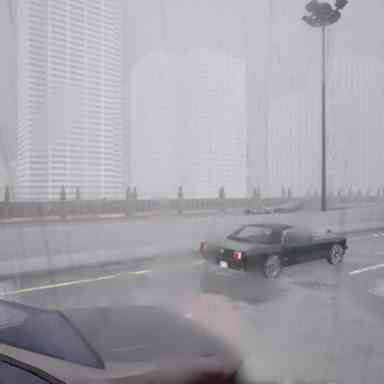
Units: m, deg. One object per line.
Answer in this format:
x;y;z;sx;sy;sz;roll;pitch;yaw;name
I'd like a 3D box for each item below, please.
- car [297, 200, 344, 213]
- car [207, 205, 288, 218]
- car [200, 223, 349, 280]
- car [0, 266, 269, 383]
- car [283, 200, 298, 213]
11.702;1.524;29.538;4.181;1.385;1.994;0;0;-35;car
3.074;1.581;19.086;4.718;1.301;1.895;0;0;-36;car
2.632;1.589;9.926;4.718;1.301;1.895;0;0;-35;car
-2.041;1.549;2.295;5.357;1.411;2.033;0;0;-35;car
10.507;1.506;32.988;5.357;1.411;2.033;0;0;-35;car
